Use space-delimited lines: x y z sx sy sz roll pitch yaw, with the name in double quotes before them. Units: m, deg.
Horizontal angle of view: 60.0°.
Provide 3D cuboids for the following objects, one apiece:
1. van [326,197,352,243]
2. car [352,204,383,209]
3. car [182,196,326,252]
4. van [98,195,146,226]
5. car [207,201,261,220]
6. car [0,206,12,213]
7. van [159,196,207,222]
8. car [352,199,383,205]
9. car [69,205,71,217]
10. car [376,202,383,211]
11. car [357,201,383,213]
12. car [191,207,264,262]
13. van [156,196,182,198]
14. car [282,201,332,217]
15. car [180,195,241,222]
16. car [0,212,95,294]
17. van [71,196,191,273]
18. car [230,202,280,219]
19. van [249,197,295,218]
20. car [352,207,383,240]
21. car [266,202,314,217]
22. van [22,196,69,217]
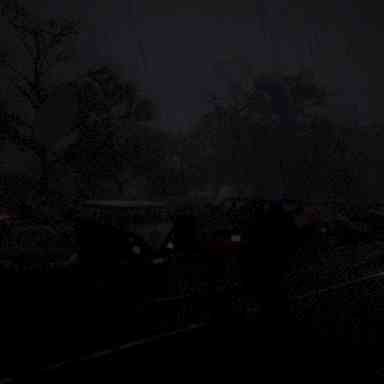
"van" 4.608 1.303 15.388 1.878 1.987 4.442 1 -1 -35
"car" 9.060 1.619 18.700 2.097 1.535 5.008 1 -1 -35
"car" 2.264 1.233 13.895 2.435 2.045 5.566 1 -1 -35
"van" -5.233 1.258 24.436 1.878 1.987 4.442 1 0 -35
"car" 3.829 1.665 31.034 2.097 1.535 5.008 1 -1 -35
"car" -11.837 1.464 19.643 1.946 1.575 5.366 0 0 -36
"van" -0.851 1.348 27.847 1.878 1.987 4.442 1 -1 -35
"car" 11.337 1.539 20.292 2.185 1.767 4.553 1 -1 -35
"car" -7.438 1.468 23.013 2.097 1.535 5.008 0 0 -35
"car" 30.868 2.244 50.359 2.163 1.488 4.792 1 -1 -35
"car" 26.374 2.115 47.125 2.097 1.535 5.008 1 -1 -35
"car" 0.021 1.498 12.296 2.163 1.488 4.792 1 0 -35
"van" -3.005 1.305 26.311 1.878 1.987 4.442 1 -1 -35
"car" 12.849 1.845 37.467 2.097 1.535 5.008 1 -1 -35
"car" 1.489 1.367 29.337 2.435 2.045 5.566 1 -1 -35
"car" -4.489 1.508 9.047 2.002 1.452 4.674 0 0 -35
"van" -2.160 1.242 10.562 1.878 1.987 4.442 0 0 -35
"car" 6.082 1.751 32.645 2.002 1.452 4.674 1 -1 -35
"van" 8.169 1.528 34.280 1.878 1.987 4.442 1 -1 -35
"car" 6.795 1.614 17.095 2.002 1.452 4.674 1 -1 -35
"car" 10.487 1.839 35.793 2.002 1.452 4.674 1 -1 -35
"van" -9.622 1.241 21.305 1.878 1.987 4.442 0 0 -35
